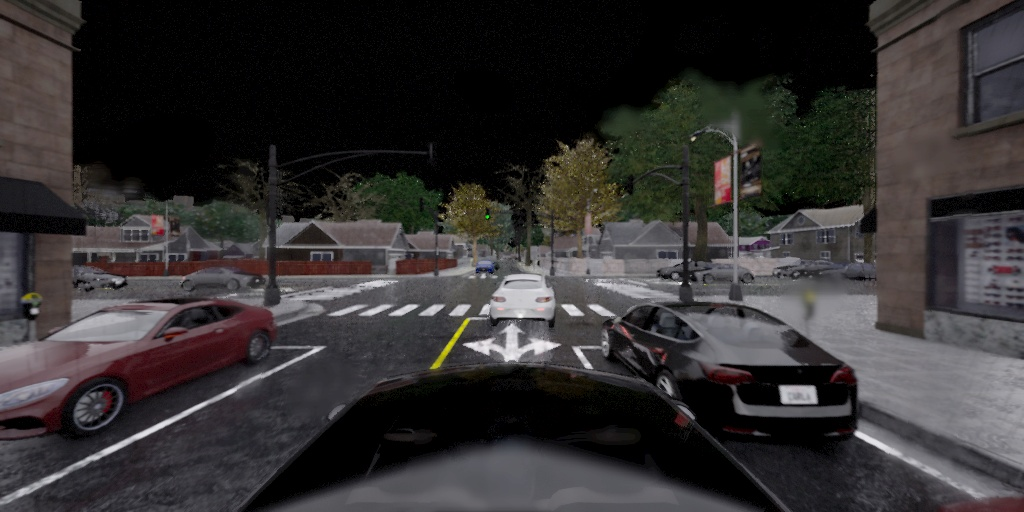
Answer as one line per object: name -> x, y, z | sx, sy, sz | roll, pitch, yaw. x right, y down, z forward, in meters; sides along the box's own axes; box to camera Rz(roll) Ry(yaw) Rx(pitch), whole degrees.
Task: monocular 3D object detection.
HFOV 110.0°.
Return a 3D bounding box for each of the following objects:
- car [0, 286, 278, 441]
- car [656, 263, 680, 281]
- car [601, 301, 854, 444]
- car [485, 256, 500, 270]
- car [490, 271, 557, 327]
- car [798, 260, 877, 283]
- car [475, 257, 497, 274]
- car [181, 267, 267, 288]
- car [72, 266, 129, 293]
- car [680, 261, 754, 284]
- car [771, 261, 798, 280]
car -> -5.388, 1.328, 5.380 | 1.802, 1.307, 4.207 | 0, 0, 0
car -> 13.978, 1.137, 28.341 | 4.892, 1.490, 1.837 | 0, 0, 1
car -> 2.638, 1.312, 5.382 | 1.948, 1.339, 4.313 | 0, 0, 0
car -> -3.040, 0.956, 51.411 | 2.150, 2.045, 5.566 | 0, 0, 0
car -> 0.441, 1.267, 11.415 | 1.812, 1.442, 4.674 | 0, 0, 6
car -> 23.720, 1.130, 25.096 | 5.357, 1.411, 2.033 | 0, 0, 0
car -> -3.078, 1.211, 41.173 | 1.882, 1.535, 5.008 | 0, 0, 0
car -> -17.306, 1.390, 21.669 | 4.181, 1.385, 1.994 | 0, 0, 0
car -> -26.189, 1.373, 21.674 | 4.902, 1.511, 2.128 | 0, 0, 0
car -> 14.482, 1.198, 25.101 | 4.181, 1.385, 1.994 | 0, 0, 0
car -> 23.308, 1.072, 28.347 | 4.902, 1.511, 2.128 | 0, 0, 0
